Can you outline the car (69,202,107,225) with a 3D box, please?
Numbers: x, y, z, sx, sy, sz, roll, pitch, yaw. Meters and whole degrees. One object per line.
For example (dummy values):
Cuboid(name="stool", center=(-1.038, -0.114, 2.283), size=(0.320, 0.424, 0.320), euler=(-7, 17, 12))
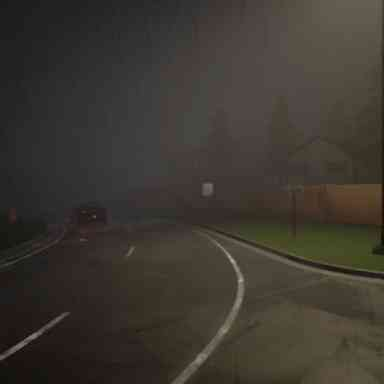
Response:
Cuboid(name="car", center=(-7.422, 1.434, 23.624), size=(1.882, 1.535, 5.008), euler=(0, 0, -28))
